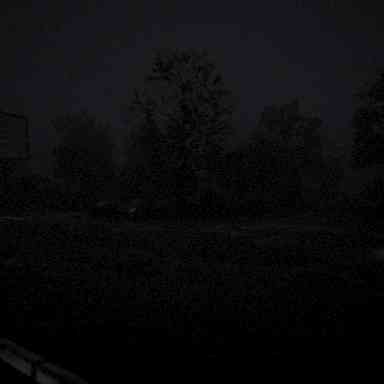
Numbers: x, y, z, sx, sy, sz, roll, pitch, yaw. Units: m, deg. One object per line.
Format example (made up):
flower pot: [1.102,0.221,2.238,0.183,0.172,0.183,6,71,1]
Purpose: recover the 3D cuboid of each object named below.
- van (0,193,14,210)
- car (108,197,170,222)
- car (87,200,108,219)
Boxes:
van: [-23.380,1.130,38.892,1.878,1.987,4.442,-1,0,35]
car: [-3.682,1.222,25.236,2.185,1.767,4.553,0,0,35]
car: [-6.304,1.372,27.021,2.002,1.452,4.674,0,0,35]
